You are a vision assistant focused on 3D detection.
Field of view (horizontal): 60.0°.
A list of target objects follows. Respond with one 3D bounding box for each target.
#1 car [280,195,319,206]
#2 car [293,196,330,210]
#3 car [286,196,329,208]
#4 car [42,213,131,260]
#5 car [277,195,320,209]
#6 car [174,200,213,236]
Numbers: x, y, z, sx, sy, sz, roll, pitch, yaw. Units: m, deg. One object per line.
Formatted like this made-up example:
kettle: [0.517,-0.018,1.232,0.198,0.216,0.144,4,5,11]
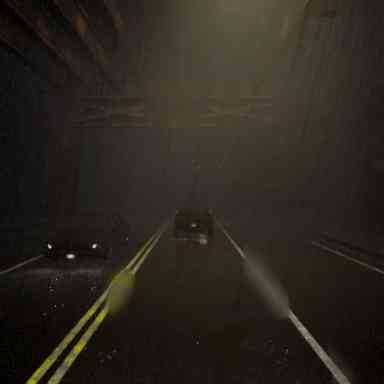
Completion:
car: [13.649,1.074,42.392,4.536,1.218,1.853,0,0,25]
car: [13.274,1.257,38.256,4.974,1.542,2.038,0,0,-20]
car: [13.322,1.100,38.273,4.536,1.218,1.853,0,0,-20]
car: [-3.594,1.508,12.501,2.033,1.411,5.357,0,0,0]
car: [13.601,1.232,42.415,4.974,1.542,2.038,0,0,25]
car: [0.104,1.407,17.943,1.882,1.535,5.008,0,0,1]
